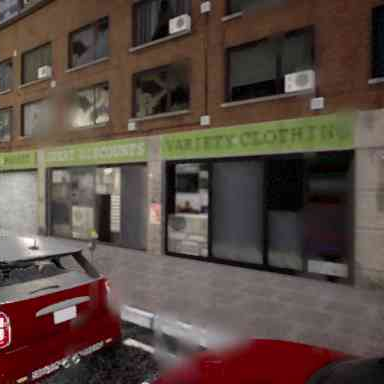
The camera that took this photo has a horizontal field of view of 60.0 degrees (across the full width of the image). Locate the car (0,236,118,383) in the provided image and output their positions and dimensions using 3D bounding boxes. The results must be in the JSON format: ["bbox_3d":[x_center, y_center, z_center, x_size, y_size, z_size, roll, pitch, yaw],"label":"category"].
[{"bbox_3d":[-2.997,1.366,4.837,4.097,1.590,1.967,1,0,35],"label":"car"}]

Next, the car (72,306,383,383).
[{"bbox_3d":[1.647,1.552,1.554,4.507,1.381,1.887,1,0,35],"label":"car"}]
